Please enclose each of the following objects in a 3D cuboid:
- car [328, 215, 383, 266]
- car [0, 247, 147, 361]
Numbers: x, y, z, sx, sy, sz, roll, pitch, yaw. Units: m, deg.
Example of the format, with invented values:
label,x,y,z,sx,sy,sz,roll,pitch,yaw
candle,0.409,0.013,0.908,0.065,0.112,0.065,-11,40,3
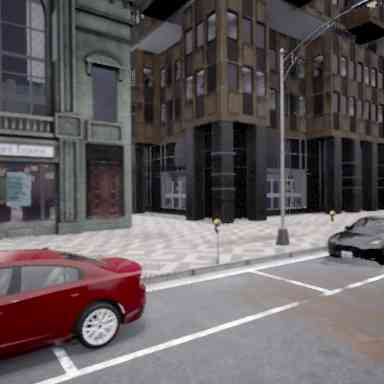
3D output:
label,x,y,z,sx,sy,sz,roll,pitch,yaw
car,6.377,1.463,11.137,4.313,1.339,1.947,-1,0,-35
car,-2.833,1.537,4.637,4.507,1.381,1.887,-1,0,-35
